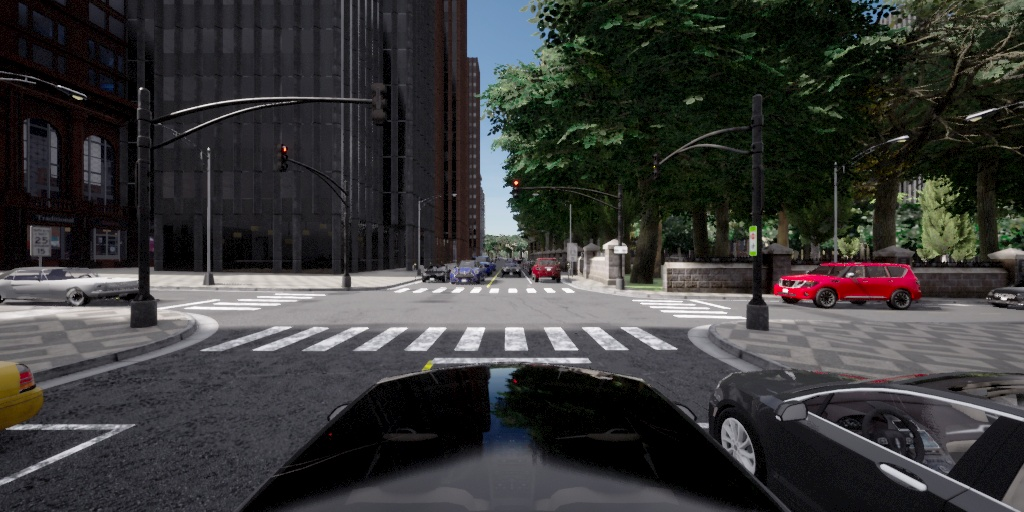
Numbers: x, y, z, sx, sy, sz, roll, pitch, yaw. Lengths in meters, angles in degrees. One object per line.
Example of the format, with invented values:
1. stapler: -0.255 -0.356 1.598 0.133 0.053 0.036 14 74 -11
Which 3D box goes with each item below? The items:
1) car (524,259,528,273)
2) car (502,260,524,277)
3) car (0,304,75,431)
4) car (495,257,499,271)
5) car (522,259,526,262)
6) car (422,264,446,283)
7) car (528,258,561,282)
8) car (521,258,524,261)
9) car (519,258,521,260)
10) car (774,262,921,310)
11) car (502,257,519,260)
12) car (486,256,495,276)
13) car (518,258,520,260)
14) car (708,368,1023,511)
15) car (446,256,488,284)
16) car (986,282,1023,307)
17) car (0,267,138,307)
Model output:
1. car: 2.636 1.338 39.362 1.948 1.339 4.313 0 0 0
2. car: -0.050 1.370 36.310 1.895 1.301 4.718 0 0 0
3. car: -5.760 1.275 1.577 1.751 1.417 4.829 0 0 0
4. car: -3.246 1.134 48.131 2.097 1.767 4.553 0 0 0
5. car: 2.618 1.329 44.818 2.007 1.370 4.403 0 0 0
6. car: -5.852 1.326 28.411 1.948 1.339 4.313 0 0 0
7. car: 2.673 1.075 28.450 2.192 1.841 5.009 0 0 0
8. car: 2.599 1.335 50.275 2.007 1.370 4.403 0 0 0
9. car: 2.581 1.231 55.732 1.967 1.591 4.097 0 0 0
10. car: 15.441 1.314 16.638 5.566 2.045 2.150 1 0 -1
11. car: -0.133 1.149 61.479 2.097 1.767 4.553 0 0 0
12. car: -3.216 0.991 37.100 2.150 2.045 5.566 0 0 0
13. car: 2.562 1.237 61.188 1.967 1.591 4.097 0 0 0
14. car: 2.764 1.300 1.785 2.007 1.370 4.403 0 0 0
15. car: -3.248 1.111 26.848 2.097 1.767 4.553 0 0 1
16. car: 25.350 1.800 16.723 4.892 1.490 1.837 1 0 0
17. car: -16.479 1.069 13.152 4.718 1.301 1.895 1 0 -1
